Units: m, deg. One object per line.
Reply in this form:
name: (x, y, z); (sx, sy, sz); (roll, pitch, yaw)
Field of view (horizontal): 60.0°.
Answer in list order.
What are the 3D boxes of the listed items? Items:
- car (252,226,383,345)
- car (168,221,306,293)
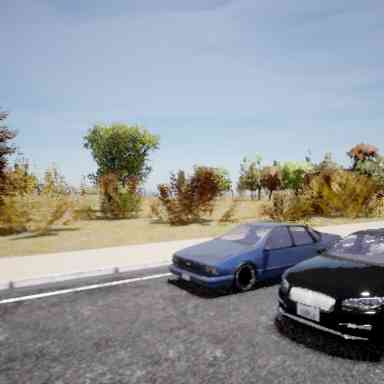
car: (3.698, 1.486, 6.254); (4.902, 1.511, 2.128); (0, 0, -35)
car: (2.044, 1.540, 9.075); (5.357, 1.411, 2.033); (0, 0, -35)
